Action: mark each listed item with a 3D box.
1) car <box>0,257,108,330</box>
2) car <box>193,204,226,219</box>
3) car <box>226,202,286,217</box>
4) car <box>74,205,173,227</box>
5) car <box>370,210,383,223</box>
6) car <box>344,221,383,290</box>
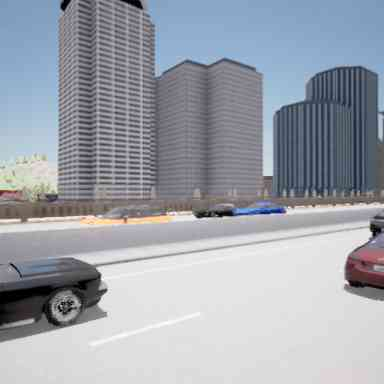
[{"bbox_3d":[-3.875,1.628,5.408,4.718,1.301,1.895,0,0,-35],"label":"car"},{"bbox_3d":[2.411,1.686,28.182,4.718,1.301,1.895,0,0,-38],"label":"car"},{"bbox_3d":[5.310,1.549,26.010,5.008,1.535,1.882,0,0,-38],"label":"car"},{"bbox_3d":[-3.032,1.407,15.000,4.553,1.767,2.097,0,0,-38],"label":"car"},{"bbox_3d":[10.721,1.522,16.663,4.902,1.511,2.128,0,0,-38],"label":"car"},{"bbox_3d":[5.575,1.579,8.200,4.181,1.385,1.994,0,0,-38],"label":"car"}]
